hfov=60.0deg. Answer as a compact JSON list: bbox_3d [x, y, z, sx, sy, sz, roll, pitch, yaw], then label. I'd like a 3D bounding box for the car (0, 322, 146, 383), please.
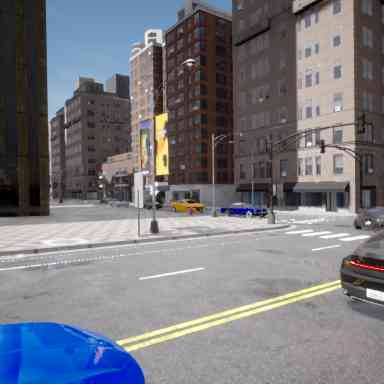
[{"bbox_3d":[-2.596,1.478,1.590,5.008,1.535,1.882,0,0,-35],"label":"car"}]

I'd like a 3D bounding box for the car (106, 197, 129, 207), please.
[{"bbox_3d":[-11.980,1.796,54.650,1.895,1.301,4.718,-1,0,-35],"label":"car"}]

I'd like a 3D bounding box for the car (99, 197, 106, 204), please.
[{"bbox_3d":[-17.217,1.741,67.568,2.033,1.411,5.357,-1,0,-35],"label":"car"}]

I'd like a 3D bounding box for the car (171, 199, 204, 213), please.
[{"bbox_3d":[-0.557,1.603,38.357,1.882,1.535,5.008,-1,0,-35],"label":"car"}]

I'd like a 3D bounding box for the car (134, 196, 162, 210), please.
[{"bbox_3d":[-6.241,1.706,46.440,2.033,1.411,5.357,-1,0,-35],"label":"car"}]

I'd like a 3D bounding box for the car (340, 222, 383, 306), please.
[{"bbox_3d":[5.095,1.504,7.079,4.892,1.490,1.837,0,0,-36],"label":"car"}]

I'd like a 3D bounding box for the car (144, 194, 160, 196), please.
[{"bbox_3d":[-6.844,1.337,52.836,2.150,2.045,5.566,-1,-1,-35],"label":"car"}]

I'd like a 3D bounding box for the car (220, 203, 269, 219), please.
[{"bbox_3d":[4.798,1.694,30.753,1.895,1.301,4.718,-1,0,-35],"label":"car"}]

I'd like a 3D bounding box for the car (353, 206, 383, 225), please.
[{"bbox_3d":[11.498,1.567,19.873,4.181,1.385,1.994,0,0,-36],"label":"car"}]
